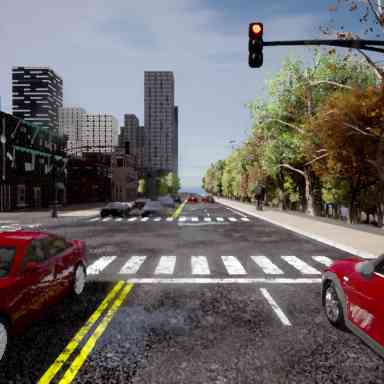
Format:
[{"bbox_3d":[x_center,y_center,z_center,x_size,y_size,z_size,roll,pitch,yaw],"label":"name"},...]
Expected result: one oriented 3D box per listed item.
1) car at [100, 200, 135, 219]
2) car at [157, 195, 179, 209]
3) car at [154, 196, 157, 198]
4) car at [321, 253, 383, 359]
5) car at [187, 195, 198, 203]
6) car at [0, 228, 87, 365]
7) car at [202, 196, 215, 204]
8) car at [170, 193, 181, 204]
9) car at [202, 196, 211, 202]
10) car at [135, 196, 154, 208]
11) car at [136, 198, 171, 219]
[{"bbox_3d":[-6.590,1.593,29.128,1.895,1.301,4.718,0,0,0],"label":"car"},{"bbox_3d":[-3.330,1.532,46.273,2.033,1.411,5.357,0,0,0],"label":"car"},{"bbox_3d":[-6.553,1.485,59.489,1.837,1.490,4.892,0,-1,0],"label":"car"},{"bbox_3d":[3.350,1.351,4.140,2.097,1.767,4.553,0,0,0],"label":"car"},{"bbox_3d":[0.123,1.327,65.981,2.097,1.767,4.553,0,0,0],"label":"car"},{"bbox_3d":[-3.348,1.476,5.711,1.882,1.535,5.008,0,0,0],"label":"car"},{"bbox_3d":[3.373,1.453,65.312,1.882,1.535,5.008,0,0,0],"label":"car"},{"bbox_3d":[-3.277,1.199,63.789,2.150,2.045,5.566,0,0,1],"label":"car"},{"bbox_3d":[3.279,1.522,75.455,1.994,1.385,4.181,0,0,0],"label":"car"},{"bbox_3d":[-6.582,1.549,43.322,1.994,1.385,4.181,0,0,0],"label":"car"},{"bbox_3d":[-3.338,1.539,29.720,2.033,1.411,5.357,0,0,0],"label":"car"}]
